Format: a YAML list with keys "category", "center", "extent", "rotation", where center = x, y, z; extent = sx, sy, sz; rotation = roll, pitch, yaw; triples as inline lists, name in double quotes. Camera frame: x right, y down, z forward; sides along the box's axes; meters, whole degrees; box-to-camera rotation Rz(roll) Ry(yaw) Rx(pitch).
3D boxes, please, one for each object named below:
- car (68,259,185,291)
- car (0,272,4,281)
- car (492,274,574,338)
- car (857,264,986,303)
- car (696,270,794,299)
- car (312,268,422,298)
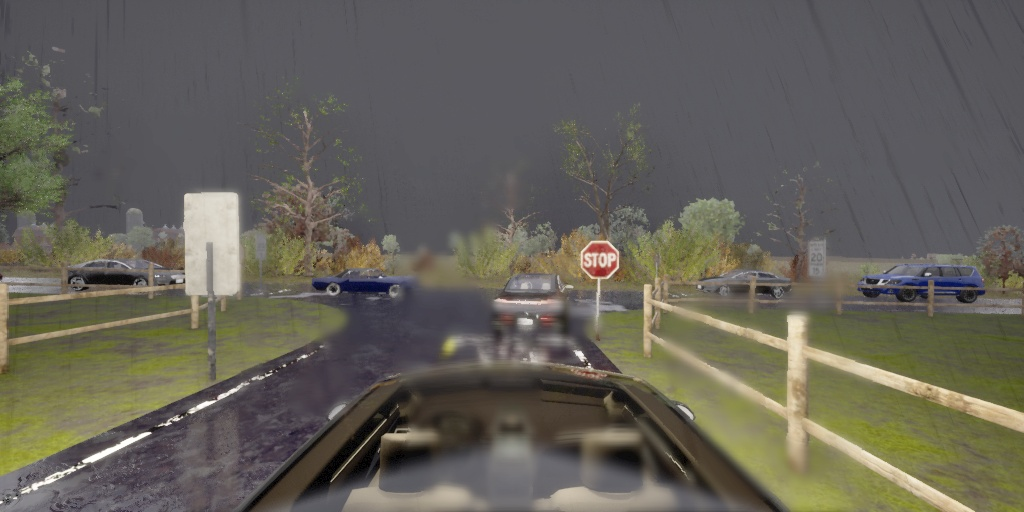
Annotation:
- category: "car"
  center: [-18.481, 0.885, 17.296]
  extent: [4.902, 1.511, 2.128]
  rotation: [1, 1, 0]
- category: "car"
  center: [-27.784, 0.717, 17.309]
  extent: [4.674, 1.442, 1.812]
  rotation: [1, 1, 0]
- category: "car"
  center: [0.711, 1.240, 10.235]
  extent: [2.128, 1.511, 4.902]
  rotation: [0, 0, 9]
- category: "car"
  center: [22.911, 1.467, 20.169]
  extent: [5.566, 2.045, 2.150]
  rotation: [1, 1, 0]
- category: "car"
  center: [13.015, 1.525, 20.186]
  extent: [4.902, 1.511, 2.128]
  rotation: [1, 1, 0]
- category: "car"
  center: [-6.813, 1.248, 17.272]
  extent: [4.718, 1.301, 1.895]
  rotation: [1, 1, 0]
